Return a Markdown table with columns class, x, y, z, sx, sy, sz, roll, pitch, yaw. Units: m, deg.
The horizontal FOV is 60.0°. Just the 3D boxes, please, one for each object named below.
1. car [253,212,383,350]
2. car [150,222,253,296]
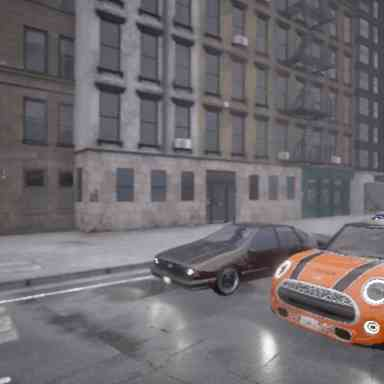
| class | x | y | z | sx | sy | sz | roll | pitch | yaw |
| --- | --- | --- | --- | --- | --- | --- | --- | --- | --- |
| car | 3.575 | 1.337 | 6.232 | 4.553 | 1.767 | 2.097 | 0 | 0 | -35 |
| car | 1.619 | 1.533 | 8.833 | 5.357 | 1.411 | 2.033 | 0 | 0 | -36 |
